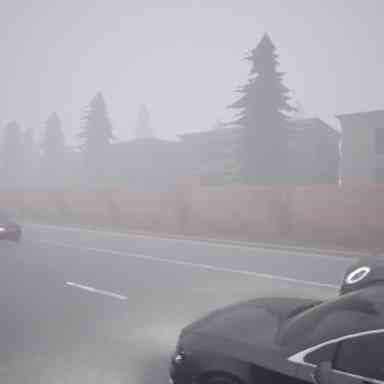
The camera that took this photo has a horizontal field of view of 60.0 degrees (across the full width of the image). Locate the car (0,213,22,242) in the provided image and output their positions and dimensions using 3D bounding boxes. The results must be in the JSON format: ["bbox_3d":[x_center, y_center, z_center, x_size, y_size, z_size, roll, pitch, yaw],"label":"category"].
[{"bbox_3d":[-9.610,1.544,15.144,4.181,1.385,1.994,0,0,35],"label":"car"}]

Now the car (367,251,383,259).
[{"bbox_3d":[4.670,1.354,4.960,4.553,1.767,2.097,0,0,36],"label":"car"}]

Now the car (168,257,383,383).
[{"bbox_3d":[2.015,1.505,2.555,4.892,1.490,1.837,0,0,35],"label":"car"}]
